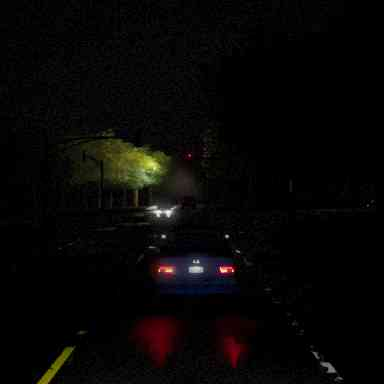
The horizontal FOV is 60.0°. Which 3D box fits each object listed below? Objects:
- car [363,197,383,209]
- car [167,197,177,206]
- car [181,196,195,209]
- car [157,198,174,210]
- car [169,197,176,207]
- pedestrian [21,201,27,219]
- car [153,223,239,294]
[{"bbox_3d":[18.260,0.829,30.329,4.718,1.301,1.895,-2,-1,2],"label":"car"},{"bbox_3d":[-4.741,2.225,79.284,2.150,2.045,5.566,0,-1,-1],"label":"car"},{"bbox_3d":[-0.621,1.709,54.915,2.150,2.045,5.566,0,-1,-1],"label":"car"},{"bbox_3d":[-4.169,2.000,49.771,1.895,1.301,4.718,0,-1,-1],"label":"car"},{"bbox_3d":[-4.355,1.910,58.875,2.097,1.767,4.553,0,-1,-1],"label":"car"},{"bbox_3d":[-18.091,1.917,35.611,0.375,1.860,0.375,0,1,2],"label":"pedestrian"},{"bbox_3d":[0.089,1.550,8.940,2.033,1.411,5.357,0,0,0],"label":"car"}]
